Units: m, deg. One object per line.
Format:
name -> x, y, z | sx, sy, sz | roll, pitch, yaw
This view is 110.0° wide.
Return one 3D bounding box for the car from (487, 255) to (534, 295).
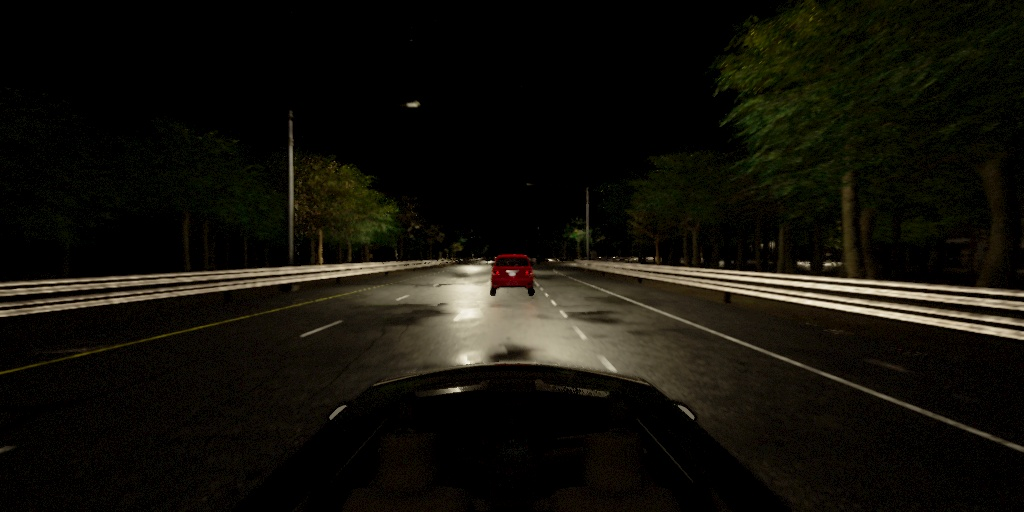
car -> 0.018, 0.957, 19.754 | 2.150, 2.045, 5.566 | 0, 0, 0
